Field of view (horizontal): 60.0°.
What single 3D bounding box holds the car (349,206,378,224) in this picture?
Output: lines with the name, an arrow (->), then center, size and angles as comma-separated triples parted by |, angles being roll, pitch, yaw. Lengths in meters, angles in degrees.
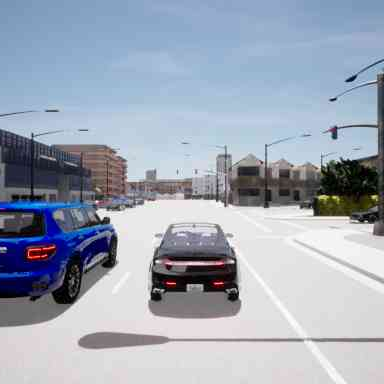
car -> 15.061, 1.686, 25.499 | 5.357, 1.411, 2.033 | 0, -1, 0

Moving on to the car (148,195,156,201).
car -> -10.638, 1.663, 87.788 | 1.882, 1.535, 5.008 | 0, 0, 0

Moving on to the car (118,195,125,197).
car -> -14.148, 1.607, 63.983 | 2.150, 2.045, 5.566 | 0, 1, 0

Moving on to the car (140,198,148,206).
car -> -10.624, 1.857, 66.195 | 2.128, 1.511, 4.902 | 0, 1, 0

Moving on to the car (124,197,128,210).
car -> -10.670, 1.884, 46.719 | 1.837, 1.490, 4.892 | 0, 0, 0

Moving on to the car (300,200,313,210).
car -> 18.926, 2.022, 53.064 | 1.837, 1.490, 4.892 | -1, -1, 45

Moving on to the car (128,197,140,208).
car -> -10.673, 1.974, 56.455 | 2.033, 1.411, 5.357 | 0, 0, 0

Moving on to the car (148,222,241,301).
car -> 0.055, 1.506, 8.365 | 2.128, 1.511, 4.902 | 0, 0, 0

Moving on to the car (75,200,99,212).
car -> -14.179, 1.873, 45.366 | 1.837, 1.490, 4.892 | 0, -1, -1

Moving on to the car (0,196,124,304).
car -> -3.446, 1.239, 8.320 | 2.150, 2.045, 5.566 | 0, 0, 0
